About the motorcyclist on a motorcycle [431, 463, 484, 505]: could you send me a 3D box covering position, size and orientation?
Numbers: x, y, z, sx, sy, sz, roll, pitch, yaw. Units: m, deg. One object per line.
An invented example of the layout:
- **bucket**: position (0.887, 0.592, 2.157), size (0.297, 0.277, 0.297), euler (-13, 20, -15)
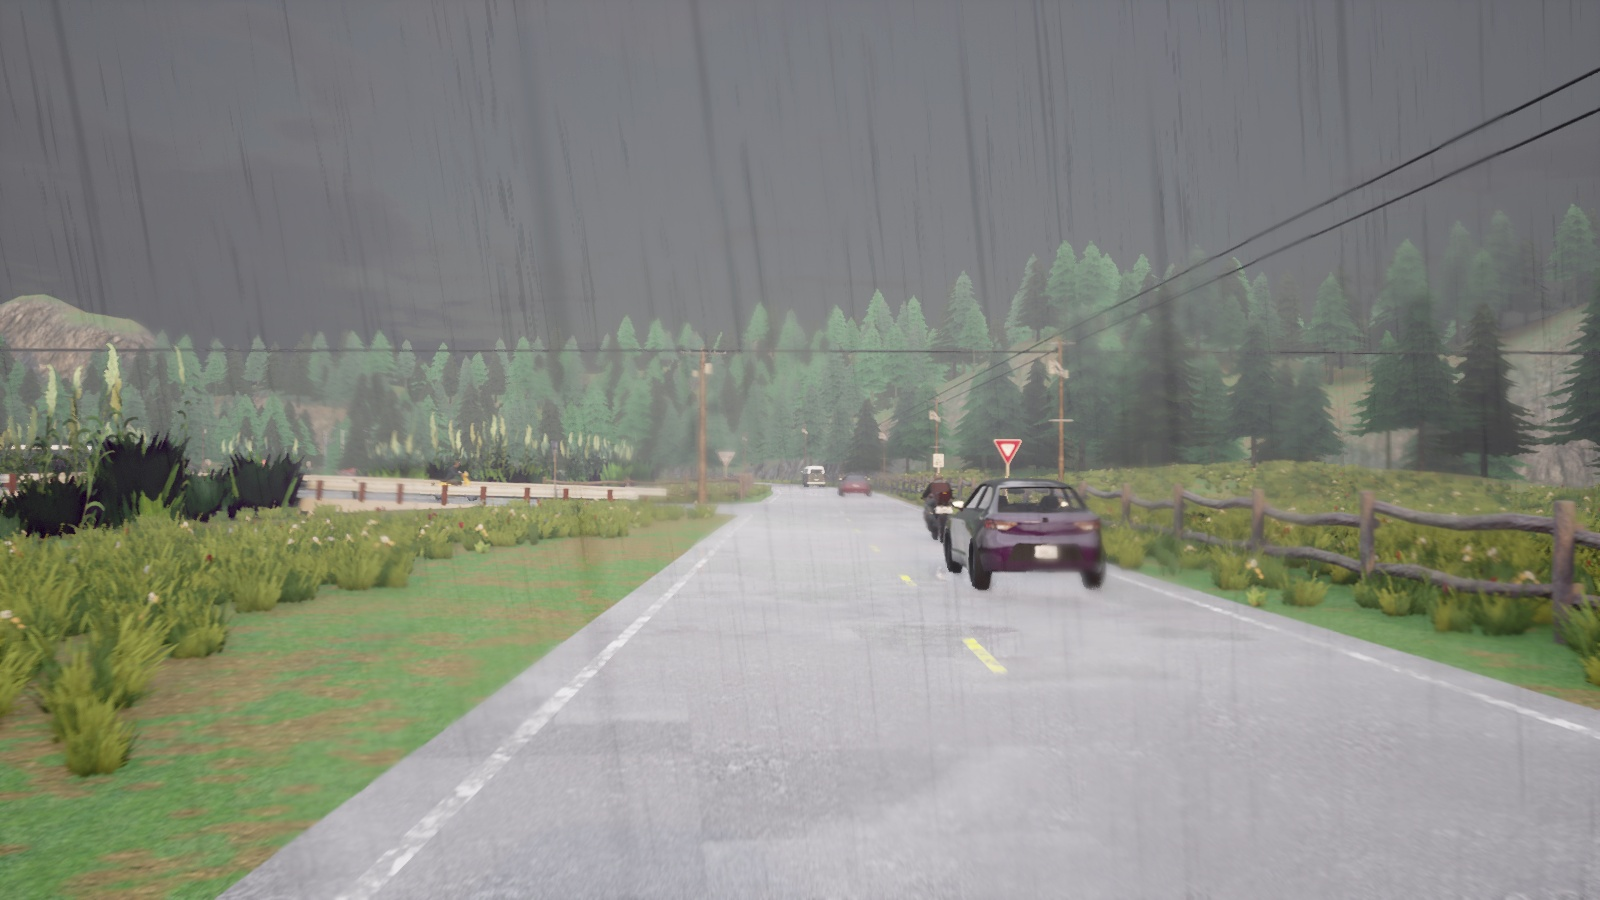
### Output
- **motorcyclist on a motorcycle**: position (-13.620, 1.360, 50.016), size (1.817, 1.590, 0.866), euler (2, -1, 2)

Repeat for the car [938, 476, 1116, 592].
- **car**: position (3.155, 1.122, 18.279), size (1.816, 1.474, 4.193), euler (0, -1, 0)

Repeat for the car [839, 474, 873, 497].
- **car**: position (3.472, 2.183, 78.781), size (1.994, 1.385, 4.181), euler (0, -1, 0)

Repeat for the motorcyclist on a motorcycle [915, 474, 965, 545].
- **motorcyclist on a motorcycle**: position (3.130, 1.311, 28.327), size (0.866, 1.530, 2.191), euler (0, -1, 0)
